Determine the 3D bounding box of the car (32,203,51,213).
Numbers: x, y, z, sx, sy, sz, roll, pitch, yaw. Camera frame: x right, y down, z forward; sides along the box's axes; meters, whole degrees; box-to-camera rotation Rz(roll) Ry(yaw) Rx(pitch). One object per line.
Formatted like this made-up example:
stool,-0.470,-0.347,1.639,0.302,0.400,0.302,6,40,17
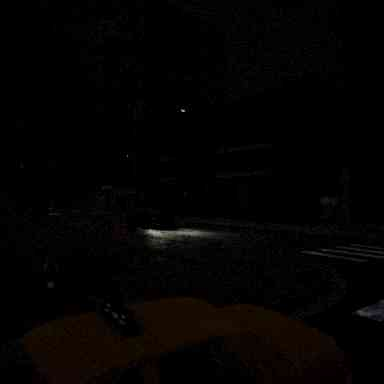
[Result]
car,-22.685,2.419,50.204,1.882,1.535,5.008,2,-2,-37

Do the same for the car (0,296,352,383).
car,-0.758,1.525,2.303,4.829,1.417,1.752,0,1,-36

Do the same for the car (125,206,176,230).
car,-3.025,1.755,23.733,1.882,1.535,5.008,2,-2,-37
